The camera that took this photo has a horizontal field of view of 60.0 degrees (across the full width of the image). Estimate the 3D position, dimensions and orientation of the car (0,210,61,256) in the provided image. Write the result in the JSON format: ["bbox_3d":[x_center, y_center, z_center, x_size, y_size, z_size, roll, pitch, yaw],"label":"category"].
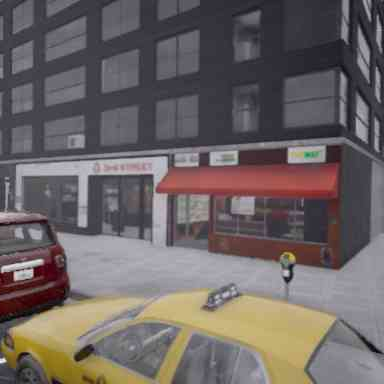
[{"bbox_3d":[-4.363,1.255,6.184,5.009,1.841,2.192,1,1,35],"label":"car"}]

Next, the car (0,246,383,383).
[{"bbox_3d":[0.046,1.512,3.041,4.829,1.417,1.752,1,1,35],"label":"car"}]
